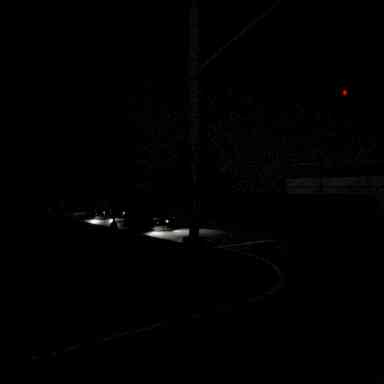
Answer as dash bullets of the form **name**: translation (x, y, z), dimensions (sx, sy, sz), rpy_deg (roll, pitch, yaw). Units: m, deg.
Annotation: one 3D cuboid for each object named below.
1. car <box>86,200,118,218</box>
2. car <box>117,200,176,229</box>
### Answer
- **car**: translation (-8.424, 1.505, 30.059), dimensions (1.837, 1.490, 4.892), rpy_deg (0, 0, -26)
- **car**: translation (-2.897, 1.505, 21.814), dimensions (1.837, 1.490, 4.892), rpy_deg (0, 0, -36)
